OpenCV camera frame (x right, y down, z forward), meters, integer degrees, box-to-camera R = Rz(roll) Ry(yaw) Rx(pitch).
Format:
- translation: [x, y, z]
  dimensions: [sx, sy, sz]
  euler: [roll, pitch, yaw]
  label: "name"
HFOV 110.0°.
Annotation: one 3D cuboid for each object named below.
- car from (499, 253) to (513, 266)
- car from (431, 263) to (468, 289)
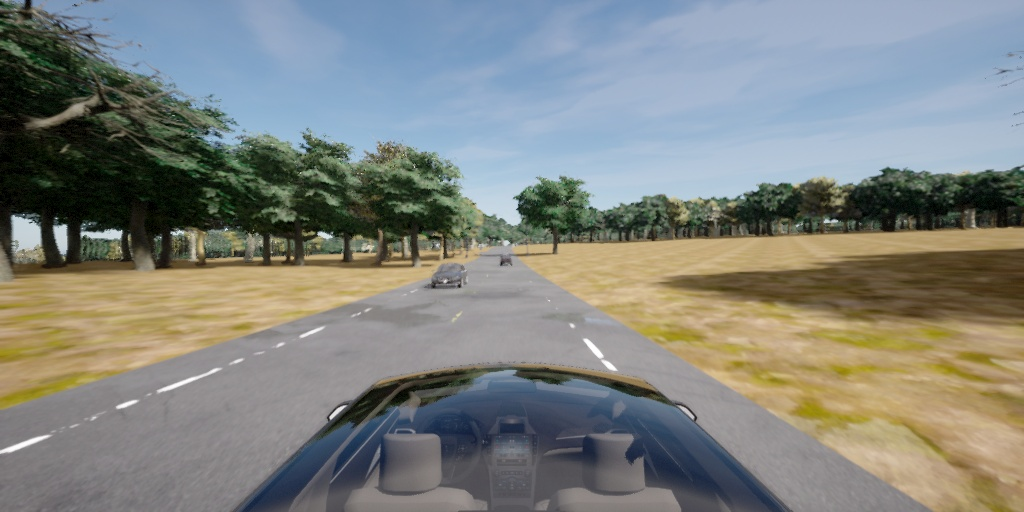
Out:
- translation: [-0.949, 0.694, 57.154]
  dimensions: [1.837, 1.490, 4.892]
  euler: [0, 1, -1]
  label: "car"
- translation: [-3.889, 1.200, 22.863]
  dimensions: [1.837, 1.490, 4.892]
  euler: [0, 1, -1]
  label: "car"
